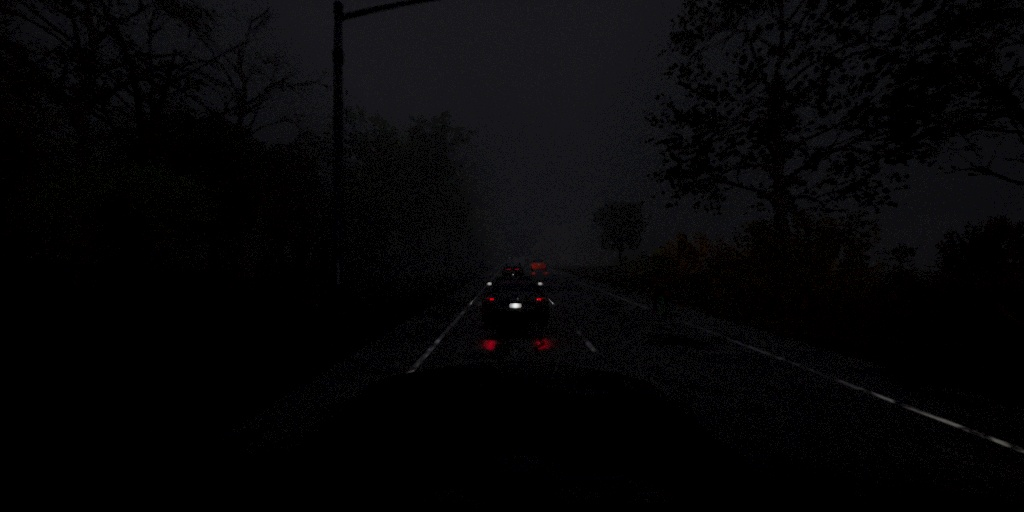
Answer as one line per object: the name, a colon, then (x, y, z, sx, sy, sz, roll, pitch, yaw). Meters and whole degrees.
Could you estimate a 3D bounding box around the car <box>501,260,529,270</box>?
car: (0.092, 1.299, 31.110, 2.128, 1.511, 4.902, 0, 0, 0)

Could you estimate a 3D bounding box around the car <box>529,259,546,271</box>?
car: (3.588, 1.199, 50.054, 2.097, 1.767, 4.553, 0, 0, 0)

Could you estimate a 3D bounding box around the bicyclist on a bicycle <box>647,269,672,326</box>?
bicyclist on a bicycle: (4.464, 1.221, 10.840, 0.582, 1.620, 1.656, 0, 0, 0)

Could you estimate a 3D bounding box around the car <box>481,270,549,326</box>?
car: (0.096, 1.334, 11.809, 1.994, 1.385, 4.181, 0, 0, 0)
